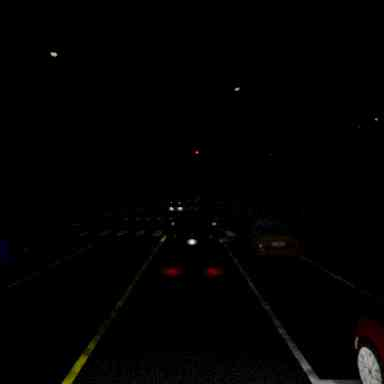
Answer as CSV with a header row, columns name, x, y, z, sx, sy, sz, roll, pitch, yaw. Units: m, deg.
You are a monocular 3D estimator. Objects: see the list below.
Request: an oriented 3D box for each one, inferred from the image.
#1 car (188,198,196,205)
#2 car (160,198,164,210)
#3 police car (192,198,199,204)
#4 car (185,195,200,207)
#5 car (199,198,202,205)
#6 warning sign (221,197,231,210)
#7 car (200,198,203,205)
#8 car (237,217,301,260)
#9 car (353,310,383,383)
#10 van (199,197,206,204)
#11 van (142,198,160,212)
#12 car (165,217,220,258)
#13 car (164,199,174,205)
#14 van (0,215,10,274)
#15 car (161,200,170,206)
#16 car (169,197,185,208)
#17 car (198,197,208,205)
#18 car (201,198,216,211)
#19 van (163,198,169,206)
name,x,y,z,sx,sy,sz,roll,pitch,yaw
car,-0.006,2.207,79.739,1.837,1.490,4.892,0,-1,0
car,-5.782,2.104,50.875,1.887,1.381,4.507,0,-1,0
police car,0.893,2.432,89.585,1.930,1.638,5.238,0,-1,0
car,0.003,1.951,65.374,2.150,2.045,5.566,0,0,0
car,2.769,2.231,61.907,1.887,1.381,4.507,0,-1,0
warning sign,5.067,1.658,49.477,1.300,1.860,1.060,0,0,0
car,2.771,2.167,56.382,1.887,1.381,4.507,0,-1,0
car,2.765,1.665,12.937,1.752,1.417,4.829,0,-1,0
car,2.760,1.570,2.187,1.887,1.381,4.507,0,-1,0
van,2.760,2.347,89.535,1.690,1.788,3.998,0,-1,0
van,-5.783,1.838,45.352,1.690,1.788,3.998,0,-1,0
car,0.068,1.710,13.468,1.994,1.385,4.181,0,-1,2
car,-5.780,2.493,84.022,2.008,1.369,4.403,0,-1,0
van,-5.766,1.421,7.370,1.690,1.788,3.998,0,-1,0
car,-5.781,2.396,72.973,1.802,1.307,4.206,0,-1,0
car,-3.038,2.055,63.395,2.097,1.767,4.553,0,-1,1
car,2.762,2.257,84.010,2.192,1.841,5.009,0,-1,0
car,2.773,2.104,50.857,1.887,1.381,4.507,0,-1,0
van,-5.782,2.027,61.926,1.690,1.788,3.998,0,-1,0
